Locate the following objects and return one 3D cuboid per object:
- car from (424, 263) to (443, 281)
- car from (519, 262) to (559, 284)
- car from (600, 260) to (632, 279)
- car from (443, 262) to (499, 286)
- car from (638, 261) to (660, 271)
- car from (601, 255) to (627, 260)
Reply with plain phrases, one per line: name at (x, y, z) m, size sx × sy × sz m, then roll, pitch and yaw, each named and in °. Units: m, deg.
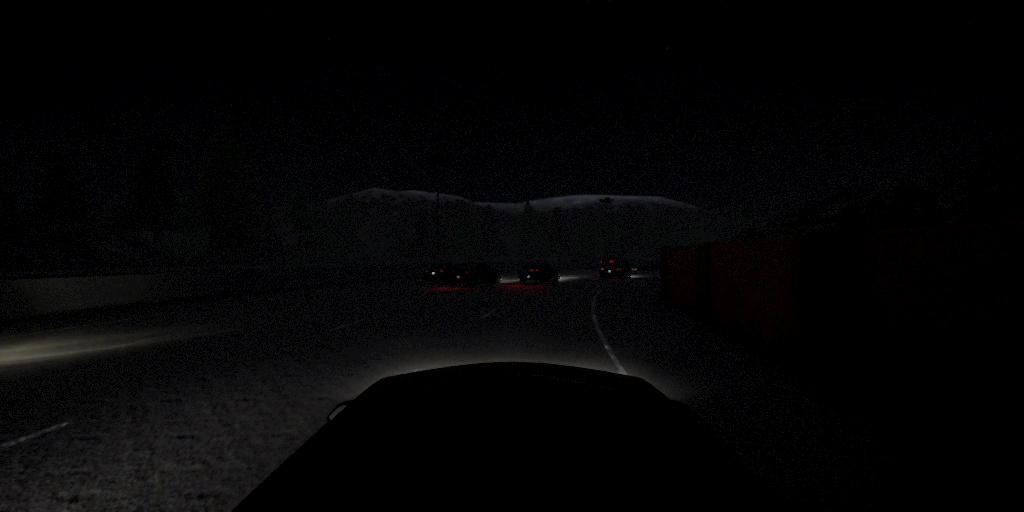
car at (-4.951, 1.230, 27.958) m, size 1.994 × 1.385 × 4.181 m, roll 0°, pitch 0°, yaw 23°
car at (2.085, 1.199, 26.580) m, size 2.128 × 1.511 × 4.902 m, roll 0°, pitch 0°, yaw 23°
car at (9.648, 1.296, 33.160) m, size 1.994 × 1.385 × 4.181 m, roll 0°, pitch 0°, yaw 33°
car at (-2.488, 1.164, 24.802) m, size 1.882 × 1.535 × 5.008 m, roll 0°, pitch 0°, yaw 21°
car at (18.889, 1.311, 48.702) m, size 4.181 × 1.385 × 1.994 m, roll 0°, pitch 0°, yaw -41°
car at (14.327, 0.942, 49.277) m, size 5.566 × 2.045 × 2.150 m, roll 1°, pitch 0°, yaw -43°
